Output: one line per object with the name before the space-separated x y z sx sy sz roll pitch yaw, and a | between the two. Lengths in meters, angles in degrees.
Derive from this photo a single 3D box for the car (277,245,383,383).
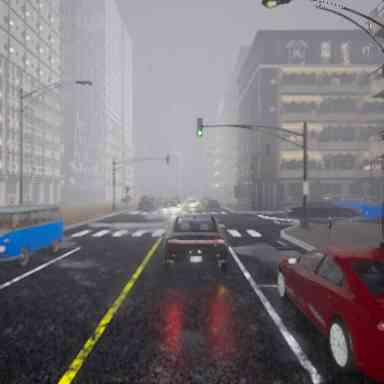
car | 2.683 1.544 5.491 1.887 1.381 4.507 0 0 0

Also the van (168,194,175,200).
van | -5.735 1.403 93.151 1.690 1.788 3.998 0 0 0

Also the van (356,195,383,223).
van | 13.721 1.152 22.584 3.998 1.788 1.690 -1 1 0

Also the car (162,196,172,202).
car | -5.727 1.564 76.397 1.752 1.417 4.829 0 0 0

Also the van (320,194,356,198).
van | 13.695 1.113 30.965 3.998 1.788 1.690 -1 1 0

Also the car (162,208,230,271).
car | 0.097 1.489 10.855 2.128 1.511 4.902 0 0 0

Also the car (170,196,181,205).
car | -3.054 1.501 62.805 1.882 1.535 5.008 0 1 1

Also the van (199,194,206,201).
van | 2.648 1.396 87.625 1.690 1.788 3.998 0 0 0

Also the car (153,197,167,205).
car | -5.720 1.586 59.985 1.947 1.339 4.313 0 0 0

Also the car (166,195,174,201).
car | -5.731 1.599 87.623 1.887 1.381 4.507 0 0 0

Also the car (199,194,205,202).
car | 2.662 1.456 54.459 1.967 1.590 4.097 0 0 0

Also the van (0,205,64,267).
van | -5.700 1.339 11.011 1.690 1.788 3.998 0 0 0

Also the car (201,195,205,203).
car | 2.665 1.557 48.932 1.887 1.381 4.507 0 0 0

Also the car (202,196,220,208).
car | 2.667 1.554 43.404 1.887 1.381 4.507 0 0 0

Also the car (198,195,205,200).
car | 2.647 1.607 93.153 1.887 1.381 4.507 0 0 0

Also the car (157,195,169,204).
car | -5.723 1.466 65.512 1.967 1.590 4.097 0 0 0

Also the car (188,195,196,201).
car | -0.035 1.425 83.709 2.128 1.511 4.902 0 0 0

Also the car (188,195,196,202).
car | -0.032 1.624 73.734 1.895 1.301 4.718 0 0 0

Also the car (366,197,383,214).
car | 19.129 1.223 31.003 4.829 1.417 1.752 -1 1 0

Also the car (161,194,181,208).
car | -3.102 1.501 47.415 2.128 1.511 4.902 0 0 0

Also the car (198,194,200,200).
car | 2.655 1.599 71.042 1.947 1.339 4.313 0 0 0

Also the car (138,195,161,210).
car | -5.714 1.323 43.402 2.192 1.841 5.009 0 0 0

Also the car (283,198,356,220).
car | 9.851 1.401 25.586 5.357 1.411 2.033 -1 0 2

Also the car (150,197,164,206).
car | -5.718 1.560 54.456 1.887 1.381 4.507 0 0 0
